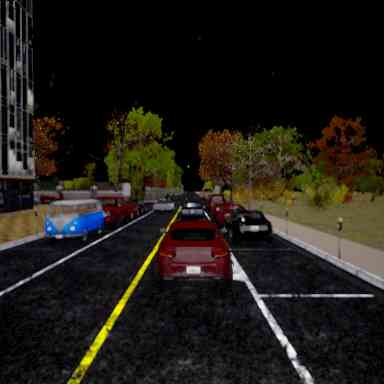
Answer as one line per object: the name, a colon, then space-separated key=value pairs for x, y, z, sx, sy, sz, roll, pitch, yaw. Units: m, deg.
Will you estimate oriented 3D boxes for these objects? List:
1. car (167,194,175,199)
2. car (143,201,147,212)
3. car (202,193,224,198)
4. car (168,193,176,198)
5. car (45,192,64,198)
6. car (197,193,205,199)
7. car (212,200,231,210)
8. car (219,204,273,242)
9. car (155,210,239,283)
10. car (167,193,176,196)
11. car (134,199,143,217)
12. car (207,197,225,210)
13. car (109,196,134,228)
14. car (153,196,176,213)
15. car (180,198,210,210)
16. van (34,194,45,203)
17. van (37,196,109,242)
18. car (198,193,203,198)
car: x=-5.461 y=1.105 z=87.066 sx=1.947 sy=1.339 sz=4.313 roll=-1 pitch=0 yaw=0
car: x=-5.447 y=1.391 z=32.088 sx=1.947 sy=1.339 sz=4.313 roll=-1 pitch=0 yaw=0
car: x=2.625 y=1.117 z=36.439 sx=2.192 sy=1.841 sz=5.009 roll=-1 pitch=0 yaw=0
car: x=-5.470 y=1.076 z=92.754 sx=1.947 sy=1.339 sz=4.313 roll=-1 pitch=0 yaw=0
car: x=-25.769 y=0.988 z=60.315 sx=5.009 sy=1.841 sz=2.192 roll=0 pitch=1 yaw=-1
car: x=2.419 y=1.083 z=87.075 sx=1.887 sy=1.381 sz=4.507 roll=-1 pitch=0 yaw=0
car: x=2.523 y=1.427 z=21.044 sx=1.887 sy=1.381 sz=4.507 roll=-1 pitch=0 yaw=0
car: x=2.532 y=1.478 z=15.504 sx=1.947 sy=1.339 sz=4.313 roll=-1 pitch=0 yaw=0
car: x=0.045 y=1.471 z=9.352 sx=1.812 sy=1.442 sz=4.674 roll=0 pitch=1 yaw=0
car: x=-5.454 y=1.134 z=81.379 sx=1.947 sy=1.339 sz=4.313 roll=-1 pitch=0 yaw=0
car: x=-5.366 y=1.398 z=26.544 sx=1.887 sy=1.381 sz=4.507 roll=-1 pitch=0 yaw=0
car: x=2.527 y=1.391 z=27.804 sx=1.887 sy=1.381 sz=4.507 roll=-1 pitch=0 yaw=0
car: x=-5.360 y=1.198 z=20.995 sx=2.192 sy=1.841 sz=5.009 roll=-1 pitch=0 yaw=0
car: x=-2.884 y=1.413 z=34.422 sx=1.895 sy=1.301 sz=4.718 roll=0 pitch=0 yaw=0
car: x=0.028 y=1.406 z=25.542 sx=2.033 sy=1.411 sz=5.357 roll=0 pitch=0 yaw=0
van: x=-25.905 y=1.162 z=52.143 sx=3.998 sy=1.788 sz=1.690 roll=0 pitch=1 yaw=-1
van: x=-5.351 y=1.254 z=15.448 sx=1.690 sy=1.788 sz=3.998 roll=-1 pitch=0 yaw=0
car: x=2.487 y=1.023 z=78.374 sx=1.967 sy=1.590 sz=4.097 roll=-1 pitch=0 yaw=0
